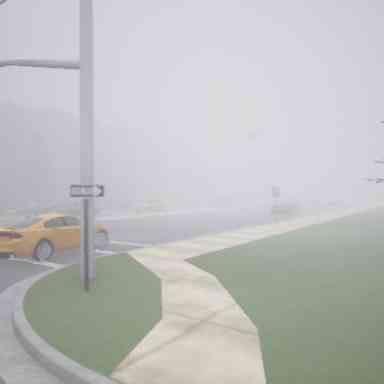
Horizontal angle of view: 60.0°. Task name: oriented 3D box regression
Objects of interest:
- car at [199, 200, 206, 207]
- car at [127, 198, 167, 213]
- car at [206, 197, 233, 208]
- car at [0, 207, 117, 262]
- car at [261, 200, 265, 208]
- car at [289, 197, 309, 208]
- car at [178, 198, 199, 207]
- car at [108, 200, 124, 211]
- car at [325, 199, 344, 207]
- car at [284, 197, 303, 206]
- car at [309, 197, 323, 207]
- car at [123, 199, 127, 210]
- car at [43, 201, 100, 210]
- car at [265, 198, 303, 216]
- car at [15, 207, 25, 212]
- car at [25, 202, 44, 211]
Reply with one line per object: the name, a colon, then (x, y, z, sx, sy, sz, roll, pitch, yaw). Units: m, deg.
car: (3.590, 1.826, 57.922, 1.994, 1.385, 4.181, -1, 0, 36)
car: (-5.046, 1.583, 39.631, 2.097, 1.767, 4.553, -1, 0, 35)
car: (4.835, 1.583, 53.652, 2.097, 1.767, 4.553, -1, 0, 36)
car: (-5.258, 1.576, 12.796, 1.882, 1.535, 5.008, -2, -1, 22)
car: (11.893, 1.689, 49.607, 1.812, 1.442, 4.674, -1, 0, 36)
car: (14.757, 1.659, 47.594, 1.812, 1.442, 4.674, -1, 0, 36)
car: (-0.492, 1.768, 58.233, 1.882, 1.535, 5.008, -1, -1, 36)
car: (-9.350, 1.795, 45.670, 1.837, 1.490, 4.892, -1, -1, 35)
car: (22.697, 1.706, 52.771, 1.895, 1.301, 4.718, -1, 0, 35)
car: (17.754, 1.670, 58.057, 1.837, 1.490, 4.892, -1, 0, 35)
car: (20.606, 1.627, 56.028, 2.128, 1.511, 4.902, -1, 0, 35)
car: (-6.109, 1.807, 44.207, 2.033, 1.411, 5.357, -1, 0, 35)
car: (-10.871, 1.720, 31.319, 2.128, 1.511, 4.902, -1, 0, 35)
car: (9.414, 1.627, 33.787, 1.812, 1.442, 4.674, -1, 0, 35)
car: (-16.412, 1.814, 35.622, 1.812, 1.442, 4.674, -1, 0, 36)
car: (-13.609, 1.736, 33.509, 1.882, 1.535, 5.008, -1, 0, 35)
